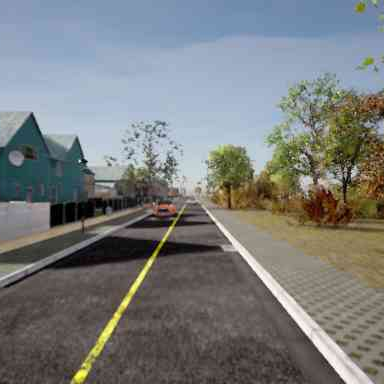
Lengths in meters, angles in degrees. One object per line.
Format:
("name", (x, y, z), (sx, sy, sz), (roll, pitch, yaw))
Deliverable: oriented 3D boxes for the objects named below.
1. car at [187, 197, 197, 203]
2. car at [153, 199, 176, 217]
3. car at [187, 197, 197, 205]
("car", (-0.006, 1.885, 77.141), (2.033, 1.411, 5.357), (0, 0, 0))
("car", (-2.753, 1.549, 34.077), (2.097, 1.767, 4.553), (0, 0, 0))
("car", (-0.005, 1.992, 67.146), (1.895, 1.301, 4.718), (0, 0, 0))
